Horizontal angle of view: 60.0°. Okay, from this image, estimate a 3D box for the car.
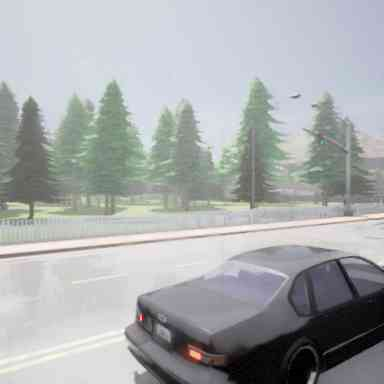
[{"bbox_3d":[1.742,1.539,5.006,5.357,1.411,2.033,0,0,-36],"label":"car"}]
